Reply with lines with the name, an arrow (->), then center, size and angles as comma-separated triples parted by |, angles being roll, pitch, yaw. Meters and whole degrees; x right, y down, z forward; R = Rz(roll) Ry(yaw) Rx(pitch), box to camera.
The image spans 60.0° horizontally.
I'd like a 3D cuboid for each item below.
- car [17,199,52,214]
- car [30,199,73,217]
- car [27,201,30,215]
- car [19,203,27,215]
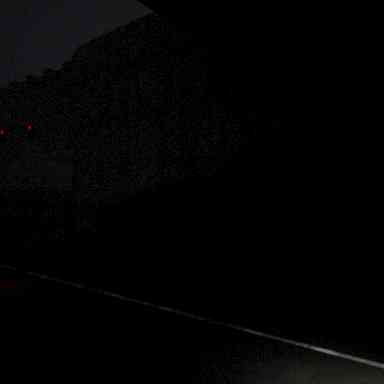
car -> -14.914, 1.322, 31.795 | 1.853, 1.218, 4.536 | 0, 0, -10
car -> -11.163, 1.318, 28.983 | 4.536, 1.218, 1.853 | 0, 0, 0
car -> -11.215, 1.475, 28.983 | 4.974, 1.542, 2.038 | 0, 0, 0
car -> -14.905, 1.479, 31.744 | 2.038, 1.542, 4.974 | 0, 0, -10
